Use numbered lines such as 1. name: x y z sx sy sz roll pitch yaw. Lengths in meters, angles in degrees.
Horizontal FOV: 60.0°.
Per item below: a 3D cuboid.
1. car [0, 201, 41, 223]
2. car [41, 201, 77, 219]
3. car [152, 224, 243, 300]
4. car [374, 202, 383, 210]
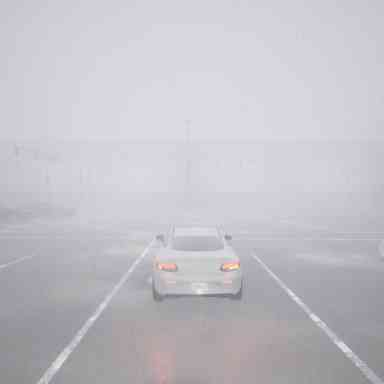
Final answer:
1. car: -14.332 1.478 24.700 5.008 1.535 1.882 0 0 2
2. car: -12.309 1.506 28.144 4.892 1.490 1.837 0 0 2
3. car: 0.073 1.527 8.251 1.812 1.442 4.674 0 0 -1
4. car: 23.300 1.397 37.886 4.674 1.442 1.812 -1 0 2
